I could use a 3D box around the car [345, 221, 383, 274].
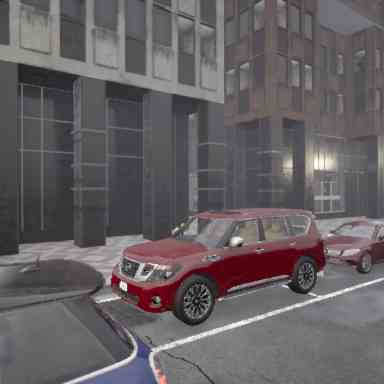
[{"bbox_3d":[5.420,1.582,10.496,4.206,1.307,1.802,0,0,-35],"label":"car"}]

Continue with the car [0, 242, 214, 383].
[{"bbox_3d":[-2.335,1.352,1.716,4.553,1.767,2.097,0,0,-35],"label":"car"}]

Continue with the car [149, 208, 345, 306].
[{"bbox_3d":[0.853,1.315,7.252,5.009,1.841,2.192,0,0,-35],"label":"car"}]
